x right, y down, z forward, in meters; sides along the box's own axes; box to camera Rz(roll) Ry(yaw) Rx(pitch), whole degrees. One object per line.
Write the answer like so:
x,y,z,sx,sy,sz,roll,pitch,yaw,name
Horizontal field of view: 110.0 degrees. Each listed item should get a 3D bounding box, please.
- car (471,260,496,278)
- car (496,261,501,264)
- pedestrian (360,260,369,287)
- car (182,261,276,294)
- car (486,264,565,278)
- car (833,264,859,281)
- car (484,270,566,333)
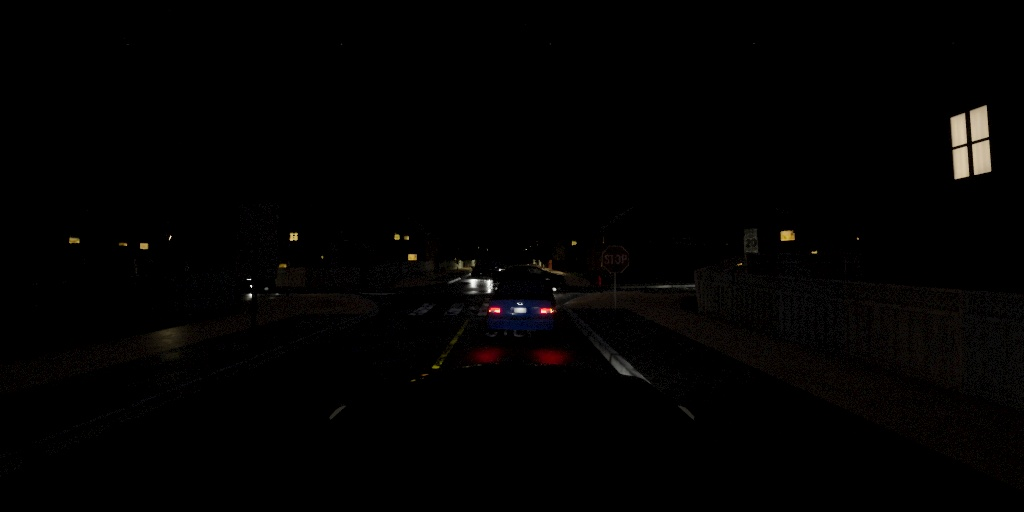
-2.814,1.334,34.603,1.837,1.490,4.892,0,0,0,car
-2.784,1.365,47.927,1.882,1.535,5.008,0,1,0,car
-9.793,1.148,23.671,0.375,1.860,0.375,0,-3,-1,pedestrian
-14.476,1.060,17.998,4.553,1.767,2.097,0,-3,2,car
0.922,1.329,21.468,1.882,1.535,5.008,0,-2,-44,car
25.626,1.280,26.951,4.892,1.490,1.837,0,-3,-19,car
0.375,1.310,10.810,2.033,1.411,5.357,0,0,4,car
